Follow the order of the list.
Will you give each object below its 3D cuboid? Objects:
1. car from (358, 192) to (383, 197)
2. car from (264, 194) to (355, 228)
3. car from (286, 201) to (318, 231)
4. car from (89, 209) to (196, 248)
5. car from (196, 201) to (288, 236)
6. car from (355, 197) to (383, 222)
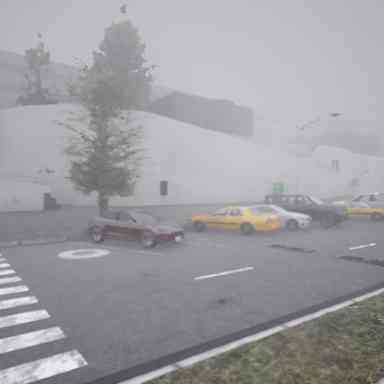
[{"bbox_3d":[14.510,1.077,27.029,5.566,2.045,2.435,-1,0,34],"label":"car"},{"bbox_3d":[7.240,1.172,21.758,5.566,2.045,2.435,-1,-1,34],"label":"car"},{"bbox_3d":[4.771,1.482,20.022,4.674,1.452,2.002,-1,-1,34],"label":"car"},{"bbox_3d":[-2.524,1.516,14.758,4.792,1.488,2.163,-1,-1,34],"label":"car"},{"bbox_3d":[2.176,1.460,18.368,5.366,1.575,1.946,-1,0,34],"label":"car"},{"bbox_3d":[12.250,1.358,25.163,5.366,1.575,1.946,-1,-1,34],"label":"car"}]
